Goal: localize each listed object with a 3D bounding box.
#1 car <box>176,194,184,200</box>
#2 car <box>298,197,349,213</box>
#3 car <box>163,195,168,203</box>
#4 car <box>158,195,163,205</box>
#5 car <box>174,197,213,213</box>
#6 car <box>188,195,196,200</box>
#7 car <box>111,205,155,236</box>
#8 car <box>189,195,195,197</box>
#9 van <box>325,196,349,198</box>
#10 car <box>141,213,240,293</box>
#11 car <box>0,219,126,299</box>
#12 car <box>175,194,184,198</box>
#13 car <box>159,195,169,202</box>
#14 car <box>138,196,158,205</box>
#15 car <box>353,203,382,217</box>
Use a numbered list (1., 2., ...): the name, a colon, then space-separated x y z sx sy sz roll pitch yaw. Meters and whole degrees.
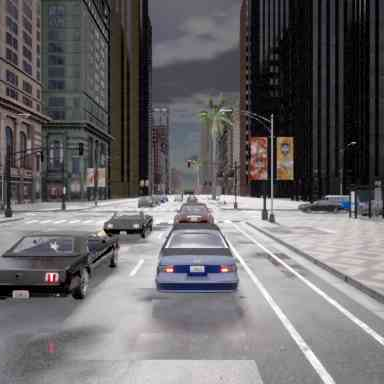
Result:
1. car: -3.306 1.315 90.433 1.882 1.535 5.008 0 0 0
2. car: 13.717 1.509 35.504 4.674 1.442 1.812 0 0 2
3. car: -6.553 1.480 67.574 1.882 1.535 5.008 0 0 0
4. car: -6.613 1.507 58.070 1.837 1.490 4.892 0 0 0
5. car: 0.109 1.352 18.435 2.097 1.767 4.553 0 0 0
6. car: -0.056 1.545 91.505 2.033 1.411 5.357 0 0 0
7. car: -3.165 1.600 17.530 1.895 1.301 4.718 0 0 0
8. car: 0.056 1.527 58.813 1.812 1.442 4.674 0 0 0
9. van: 17.043 1.314 38.172 3.998 1.788 1.690 0 0 0
10. car: 0.097 1.547 8.991 2.033 1.411 5.357 0 0 0
11. car: -3.154 1.600 8.362 1.895 1.301 4.718 0 0 0
12. car: -3.300 1.520 80.429 1.812 1.442 4.674 0 0 0
13. car: -6.548 1.528 77.740 1.812 1.442 4.674 0 0 0
14. car: -6.621 1.353 48.840 2.097 1.767 4.553 0 0 0
15. car: 17.053 1.548 29.647 4.403 1.369 2.008 0 0 0
